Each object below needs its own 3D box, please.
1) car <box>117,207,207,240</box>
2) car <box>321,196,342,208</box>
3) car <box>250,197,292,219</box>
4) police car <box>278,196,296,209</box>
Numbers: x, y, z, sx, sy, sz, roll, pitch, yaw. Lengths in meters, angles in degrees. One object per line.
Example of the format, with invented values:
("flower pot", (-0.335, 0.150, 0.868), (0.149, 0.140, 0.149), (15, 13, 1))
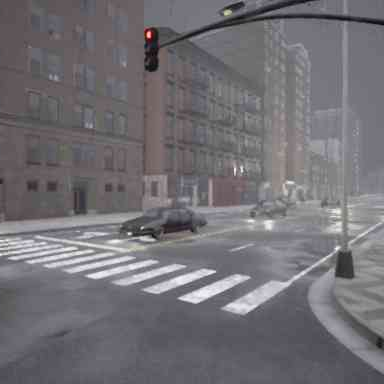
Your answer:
("car", (-1.283, 1.487, 17.201), (2.033, 1.411, 5.357), (0, 0, 36))
("car", (18.960, 1.299, 45.203), (1.837, 1.490, 4.892), (0, 0, 36))
("car", (6.554, 1.404, 28.099), (1.812, 1.442, 4.674), (0, 1, 36))
("police car", (10.664, 1.249, 39.214), (1.930, 1.638, 5.238), (0, 0, 36))
